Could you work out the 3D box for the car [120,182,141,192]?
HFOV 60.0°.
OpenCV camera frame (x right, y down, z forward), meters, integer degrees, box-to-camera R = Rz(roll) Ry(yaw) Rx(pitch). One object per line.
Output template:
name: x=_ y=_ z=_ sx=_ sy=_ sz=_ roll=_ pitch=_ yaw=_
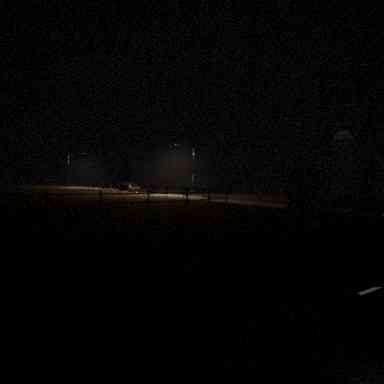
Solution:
car: x=-10.323 y=-0.922 z=55.937 sx=2.097 sy=1.767 sz=4.553 roll=1 pitch=2 yaw=-36
